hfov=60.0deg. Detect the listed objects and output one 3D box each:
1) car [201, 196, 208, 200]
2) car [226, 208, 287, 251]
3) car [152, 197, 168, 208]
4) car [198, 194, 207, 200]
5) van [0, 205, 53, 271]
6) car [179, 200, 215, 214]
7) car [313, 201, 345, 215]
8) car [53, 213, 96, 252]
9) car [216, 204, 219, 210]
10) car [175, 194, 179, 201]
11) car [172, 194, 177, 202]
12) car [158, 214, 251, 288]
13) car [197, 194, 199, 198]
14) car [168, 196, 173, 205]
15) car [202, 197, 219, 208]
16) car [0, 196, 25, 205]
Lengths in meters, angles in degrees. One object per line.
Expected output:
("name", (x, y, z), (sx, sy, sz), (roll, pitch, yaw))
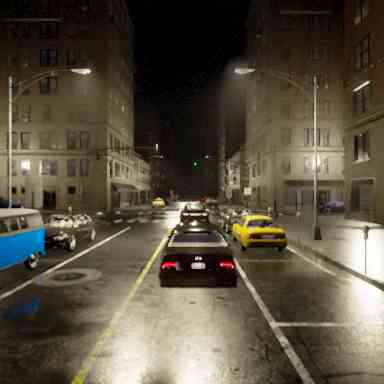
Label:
("car", (2.828, 1.752, 51.927), (1.802, 1.307, 4.206), (0, 0, 0))
("car", (2.694, 1.572, 14.134), (1.752, 1.417, 4.829), (0, 0, 0))
("car", (-5.198, 1.695, 51.786), (1.752, 1.417, 4.829), (0, 0, 0))
("car", (2.891, 1.663, 68.973), (1.967, 1.590, 4.097), (0, 0, 0))
("van", (-5.362, 1.369, 8.587), (1.690, 1.788, 3.998), (0, 0, 0))
("car", (0.176, 1.566, 22.464), (2.128, 1.511, 4.902), (0, 0, 0))
("car", (14.640, 1.587, 33.966), (4.181, 1.385, 1.994), (0, 0, 0))
("car", (-5.341, 1.597, 13.993), (2.008, 1.369, 4.403), (0, 0, 0))
("car", (2.709, 1.615, 19.370), (2.008, 1.369, 4.403), (0, 0, 0))
("car", (-5.071, 1.714, 86.043), (1.967, 1.590, 4.097), (0, 0, 0))
("car", (-5.113, 1.791, 74.680), (2.008, 1.369, 4.403), (0, 0, 0))
("car", (0.133, 1.579, 9.380), (2.033, 1.411, 5.357), (0, 0, 0))
("car", (2.933, 1.573, 80.337), (2.192, 1.841, 5.009), (0, 0, 0))
("car", (-5.155, 1.771, 63.318), (1.947, 1.339, 4.313), (0, 0, 0))
("car", (2.806, 1.703, 46.246), (2.008, 1.369, 4.403), (0, 0, 0))
("car", (-18.286, 1.418, 31.087), (5.566, 2.045, 2.150), (0, 0, 0))
